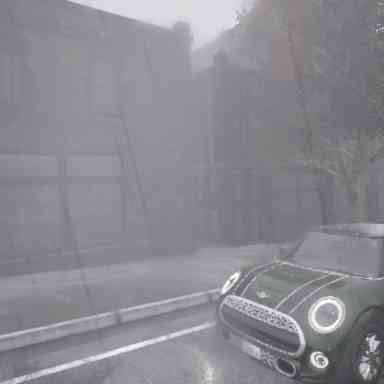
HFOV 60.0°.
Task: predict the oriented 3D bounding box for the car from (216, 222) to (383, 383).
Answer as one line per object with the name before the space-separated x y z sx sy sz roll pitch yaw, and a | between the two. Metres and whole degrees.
car | 2.573 1.343 5.390 4.553 1.767 2.097 0 0 -35
